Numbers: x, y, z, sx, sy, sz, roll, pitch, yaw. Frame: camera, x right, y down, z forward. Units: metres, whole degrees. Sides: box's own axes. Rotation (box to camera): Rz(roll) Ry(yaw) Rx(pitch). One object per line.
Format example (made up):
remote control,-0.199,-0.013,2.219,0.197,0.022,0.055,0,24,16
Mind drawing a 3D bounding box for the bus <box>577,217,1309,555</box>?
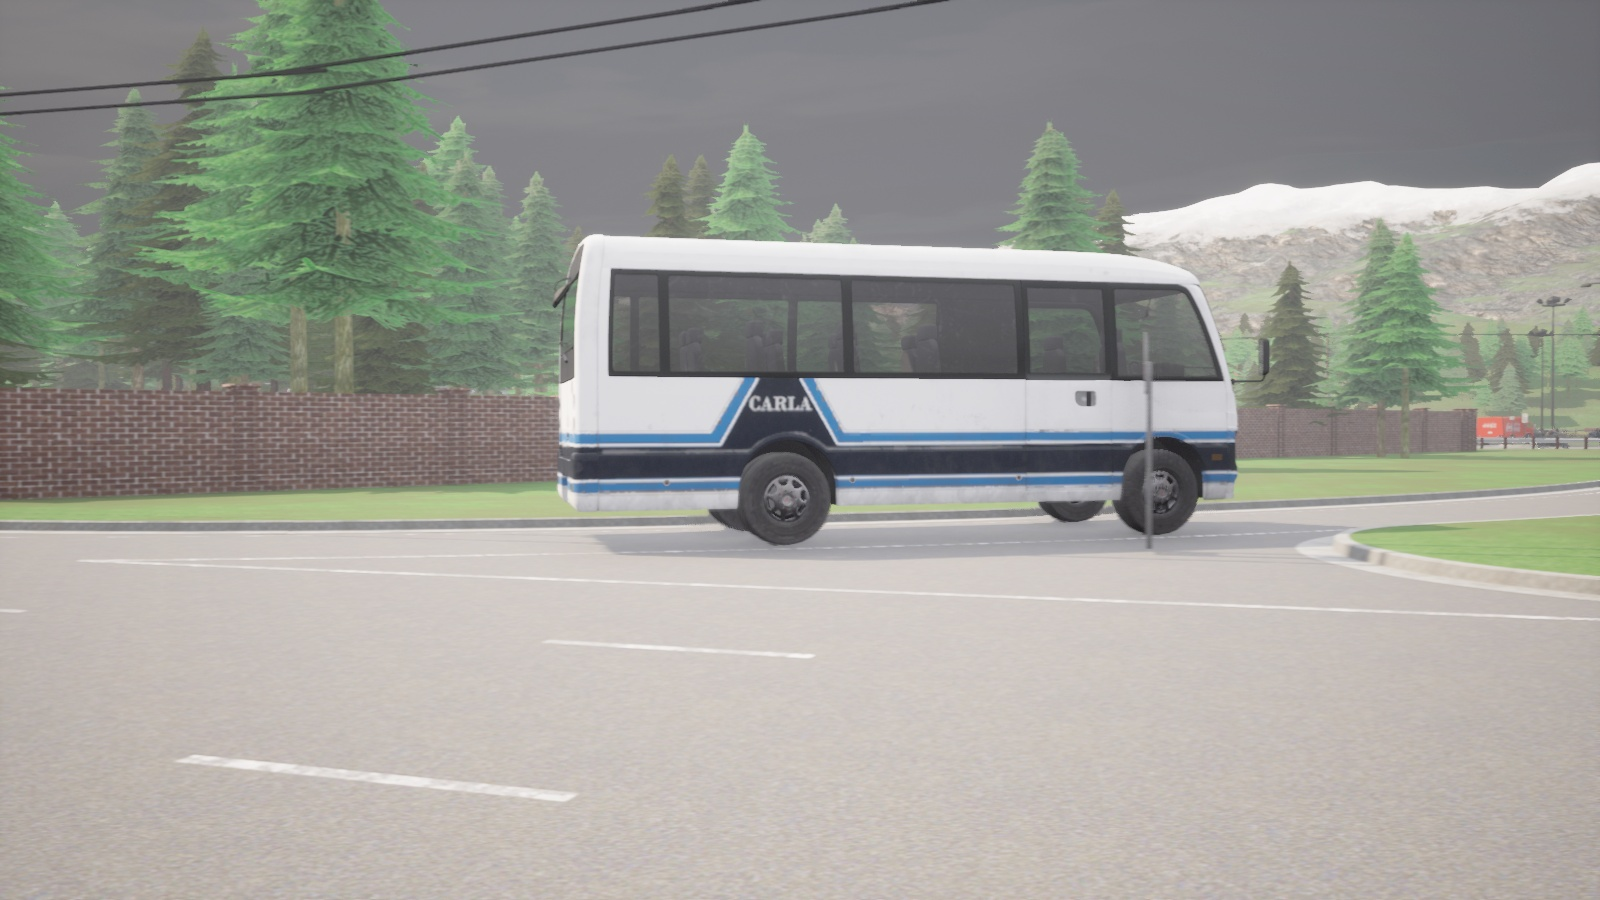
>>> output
bus,1.981,-0.847,19.038,10.273,4.253,3.944,0,1,-15
